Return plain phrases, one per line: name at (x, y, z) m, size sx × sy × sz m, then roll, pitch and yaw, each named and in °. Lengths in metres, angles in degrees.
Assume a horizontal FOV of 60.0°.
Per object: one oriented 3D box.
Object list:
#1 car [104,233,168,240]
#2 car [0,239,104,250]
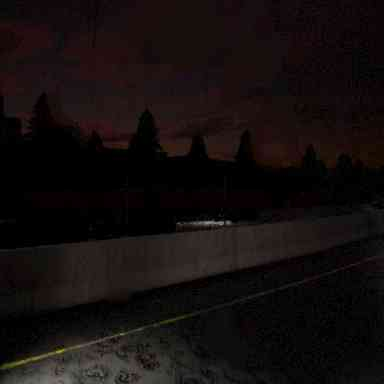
car at (-3.005, 1.491, 15.244) m, size 4.902 × 1.511 × 2.128 m, roll 0°, pitch 0°, yaw -40°
car at (-5.175, 1.505, 9.063) m, size 4.892 × 1.490 × 1.837 m, roll 0°, pitch 0°, yaw -37°
